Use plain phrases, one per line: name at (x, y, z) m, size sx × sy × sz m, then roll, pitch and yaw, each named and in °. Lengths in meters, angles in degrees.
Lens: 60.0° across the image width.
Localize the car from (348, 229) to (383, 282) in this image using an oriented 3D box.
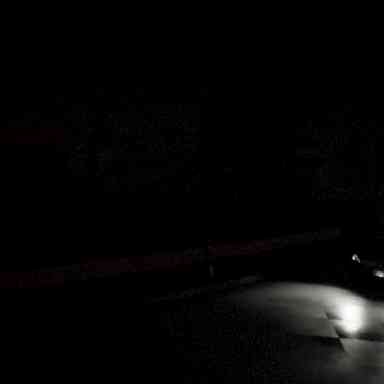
car at (6.048, 1.641, 9.171) m, size 4.674 × 1.442 × 1.812 m, roll 1°, pitch -1°, yaw -42°
